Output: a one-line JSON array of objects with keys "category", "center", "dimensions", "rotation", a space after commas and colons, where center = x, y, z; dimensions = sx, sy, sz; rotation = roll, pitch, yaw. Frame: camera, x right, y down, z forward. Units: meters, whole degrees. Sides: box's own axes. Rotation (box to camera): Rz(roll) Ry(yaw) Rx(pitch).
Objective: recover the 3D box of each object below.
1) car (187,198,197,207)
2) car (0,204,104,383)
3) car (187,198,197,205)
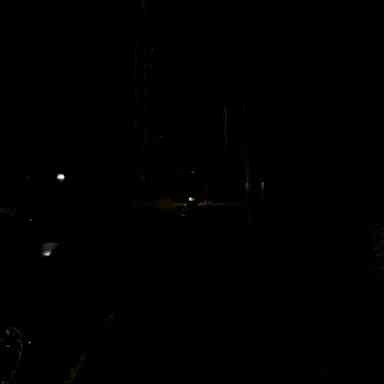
[{"category": "car", "center": [0.010, 2.126, 63.664], "dimensions": [1.994, 1.385, 4.181], "rotation": [0, -1, 0]}, {"category": "car", "center": [-3.086, 1.263, 5.438], "dimensions": [2.150, 2.045, 5.566], "rotation": [0, 0, 0]}, {"category": "car", "center": [0.011, 2.008, 73.671], "dimensions": [2.128, 1.511, 4.902], "rotation": [0, -1, 0]}]
